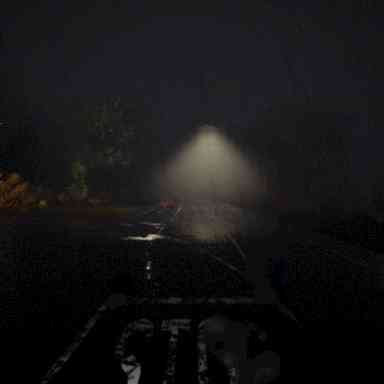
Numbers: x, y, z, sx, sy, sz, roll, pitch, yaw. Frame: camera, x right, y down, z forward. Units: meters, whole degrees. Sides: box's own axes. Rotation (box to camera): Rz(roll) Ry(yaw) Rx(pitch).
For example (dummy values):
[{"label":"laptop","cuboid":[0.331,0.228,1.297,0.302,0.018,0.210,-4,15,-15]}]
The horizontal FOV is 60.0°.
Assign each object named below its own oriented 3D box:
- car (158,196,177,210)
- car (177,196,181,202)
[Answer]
[{"label":"car","cuboid":[-3.360,1.527,44.083,1.812,1.442,4.674,0,0,0]},{"label":"car","cuboid":[-3.405,1.561,72.914,1.994,1.385,4.181,0,0,3]}]
